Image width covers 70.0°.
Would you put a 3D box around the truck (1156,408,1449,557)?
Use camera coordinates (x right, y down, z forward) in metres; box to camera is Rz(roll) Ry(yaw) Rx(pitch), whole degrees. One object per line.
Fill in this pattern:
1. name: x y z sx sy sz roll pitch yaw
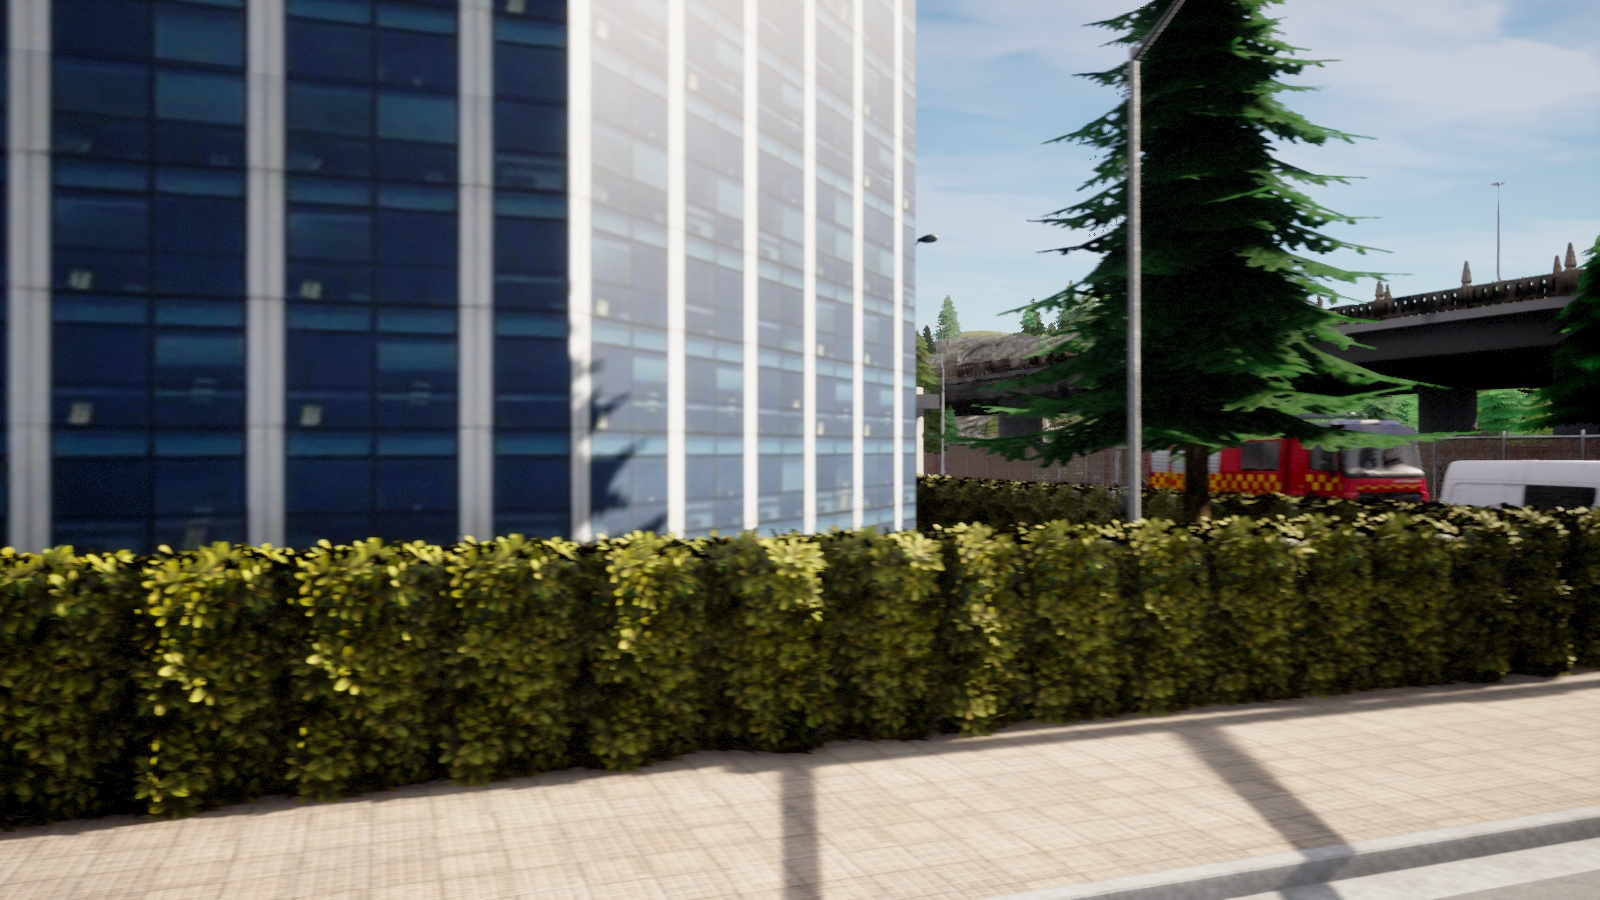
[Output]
1. truck: 14.477 0.835 33.920 2.891 3.827 8.468 0 0 -20

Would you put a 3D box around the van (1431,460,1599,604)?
1. van: 15.067 1.480 21.309 1.988 2.561 5.915 0 0 -20
